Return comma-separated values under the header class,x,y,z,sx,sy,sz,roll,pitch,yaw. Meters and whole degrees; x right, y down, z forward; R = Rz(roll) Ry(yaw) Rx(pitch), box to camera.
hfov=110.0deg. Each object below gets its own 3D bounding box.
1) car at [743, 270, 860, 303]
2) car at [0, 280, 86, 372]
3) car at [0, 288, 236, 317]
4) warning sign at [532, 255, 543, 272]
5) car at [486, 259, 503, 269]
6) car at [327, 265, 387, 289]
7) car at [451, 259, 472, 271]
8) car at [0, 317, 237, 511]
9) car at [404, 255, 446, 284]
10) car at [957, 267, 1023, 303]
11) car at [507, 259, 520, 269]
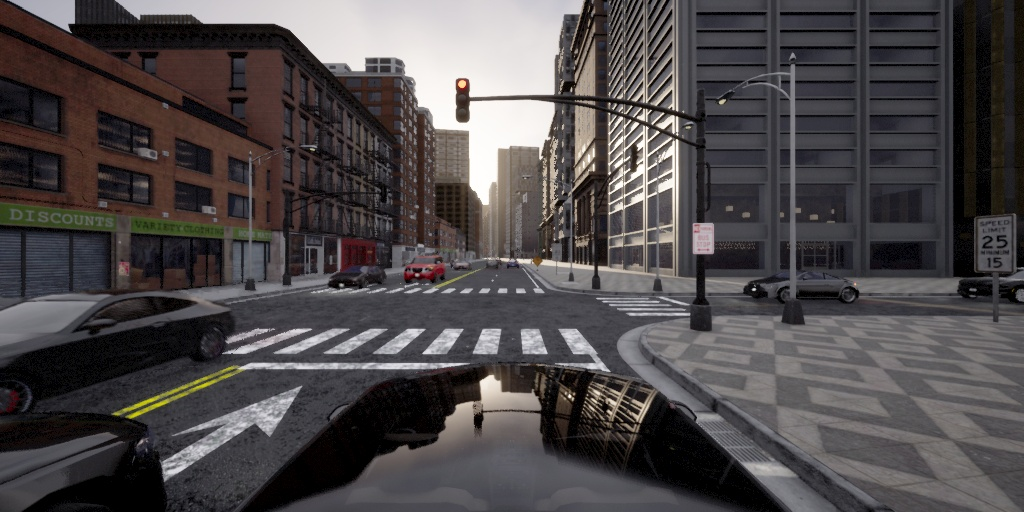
class,x,y,z,sx,sy,sz,roll,pitch,yaw
car,12.892,1.328,16.139,4.181,1.385,1.994,0,0,0
car,-9.844,1.241,4.935,2.128,1.511,4.902,0,0,0
car,-6.592,1.276,5.540,1.812,1.442,4.674,0,0,0
warning sign,2.934,0.848,41.273,1.300,1.860,1.060,0,0,0
car,-3.033,1.209,56.844,2.128,1.511,4.902,0,0,0
car,-9.805,1.295,23.296,2.033,1.411,5.357,0,0,0
car,-6.495,1.290,47.705,1.994,1.385,4.181,0,0,0
car,-3.152,1.241,0.283,2.128,1.511,4.902,0,0,0
car,-6.546,0.966,27.552,2.150,2.045,5.566,0,0,0
car,23.189,1.247,16.073,5.008,1.535,1.882,0,0,0
car,0.160,1.244,57.357,1.812,1.442,4.674,0,0,1
